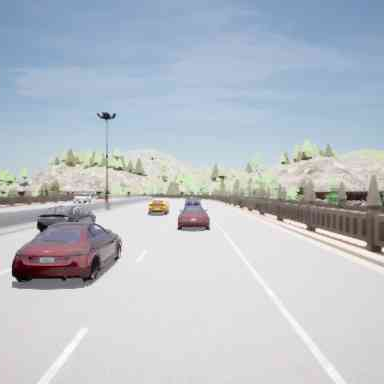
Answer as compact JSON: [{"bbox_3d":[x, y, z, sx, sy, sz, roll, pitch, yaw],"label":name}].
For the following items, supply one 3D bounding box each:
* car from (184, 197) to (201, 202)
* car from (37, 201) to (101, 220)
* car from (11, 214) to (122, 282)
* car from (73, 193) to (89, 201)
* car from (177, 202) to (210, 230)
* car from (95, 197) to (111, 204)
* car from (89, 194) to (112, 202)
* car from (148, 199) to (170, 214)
[{"bbox_3d":[0.097,1.361,42.120,2.097,1.767,4.553,0,0,0],"label":"car"},{"bbox_3d":[-6.902,1.492,18.682,2.128,1.511,4.902,0,0,0],"label":"car"},{"bbox_3d":[-3.401,1.564,9.799,1.994,1.385,4.181,0,0,0],"label":"car"},{"bbox_3d":[-21.007,1.271,63.943,2.150,2.045,5.566,0,0,0],"label":"car"},{"bbox_3d":[0.098,1.565,21.353,1.994,1.385,4.181,0,0,0],"label":"car"},{"bbox_3d":[-17.507,1.610,65.566,1.994,1.385,4.181,0,0,0],"label":"car"},{"bbox_3d":[-14.063,1.376,52.177,2.097,1.767,4.553,0,0,0],"label":"car"},{"bbox_3d":[-3.402,1.482,34.805,1.882,1.535,5.008,0,0,0],"label":"car"}]
